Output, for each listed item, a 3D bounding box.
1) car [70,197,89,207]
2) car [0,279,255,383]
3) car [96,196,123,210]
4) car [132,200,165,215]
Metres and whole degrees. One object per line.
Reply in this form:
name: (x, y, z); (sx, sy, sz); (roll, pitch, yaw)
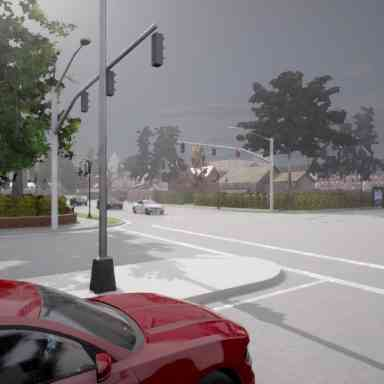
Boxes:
car: (-18.010, 1.504, 52.899); (1.837, 1.490, 4.892); (0, 0, -36)
car: (-1.680, 1.478, 2.570); (5.008, 1.535, 1.882); (0, 0, -35)
car: (-10.537, 1.352, 42.572); (2.097, 1.767, 4.553); (0, 0, -36)
car: (-4.618, 1.526, 34.389); (1.812, 1.442, 4.674); (0, 0, -35)
